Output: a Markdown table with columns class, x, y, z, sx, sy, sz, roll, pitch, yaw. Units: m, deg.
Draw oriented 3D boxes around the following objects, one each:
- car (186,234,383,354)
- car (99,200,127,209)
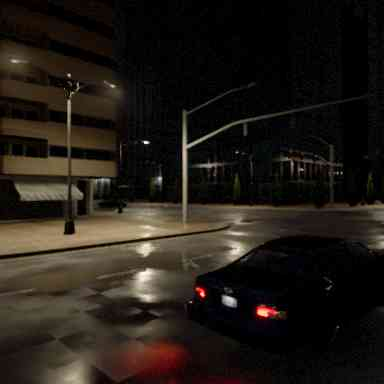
| class | x | y | z | sx | sy | sz | roll | pitch | yaw |
| --- | --- | --- | --- | --- | --- | --- | --- | --- | --- |
| car | 2.362 | 1.540 | 6.269 | 5.357 | 1.411 | 2.033 | 0 | 0 | -43 |
| car | -11.175 | 1.716 | 47.170 | 4.718 | 1.301 | 1.895 | 0 | 0 | 45 |
